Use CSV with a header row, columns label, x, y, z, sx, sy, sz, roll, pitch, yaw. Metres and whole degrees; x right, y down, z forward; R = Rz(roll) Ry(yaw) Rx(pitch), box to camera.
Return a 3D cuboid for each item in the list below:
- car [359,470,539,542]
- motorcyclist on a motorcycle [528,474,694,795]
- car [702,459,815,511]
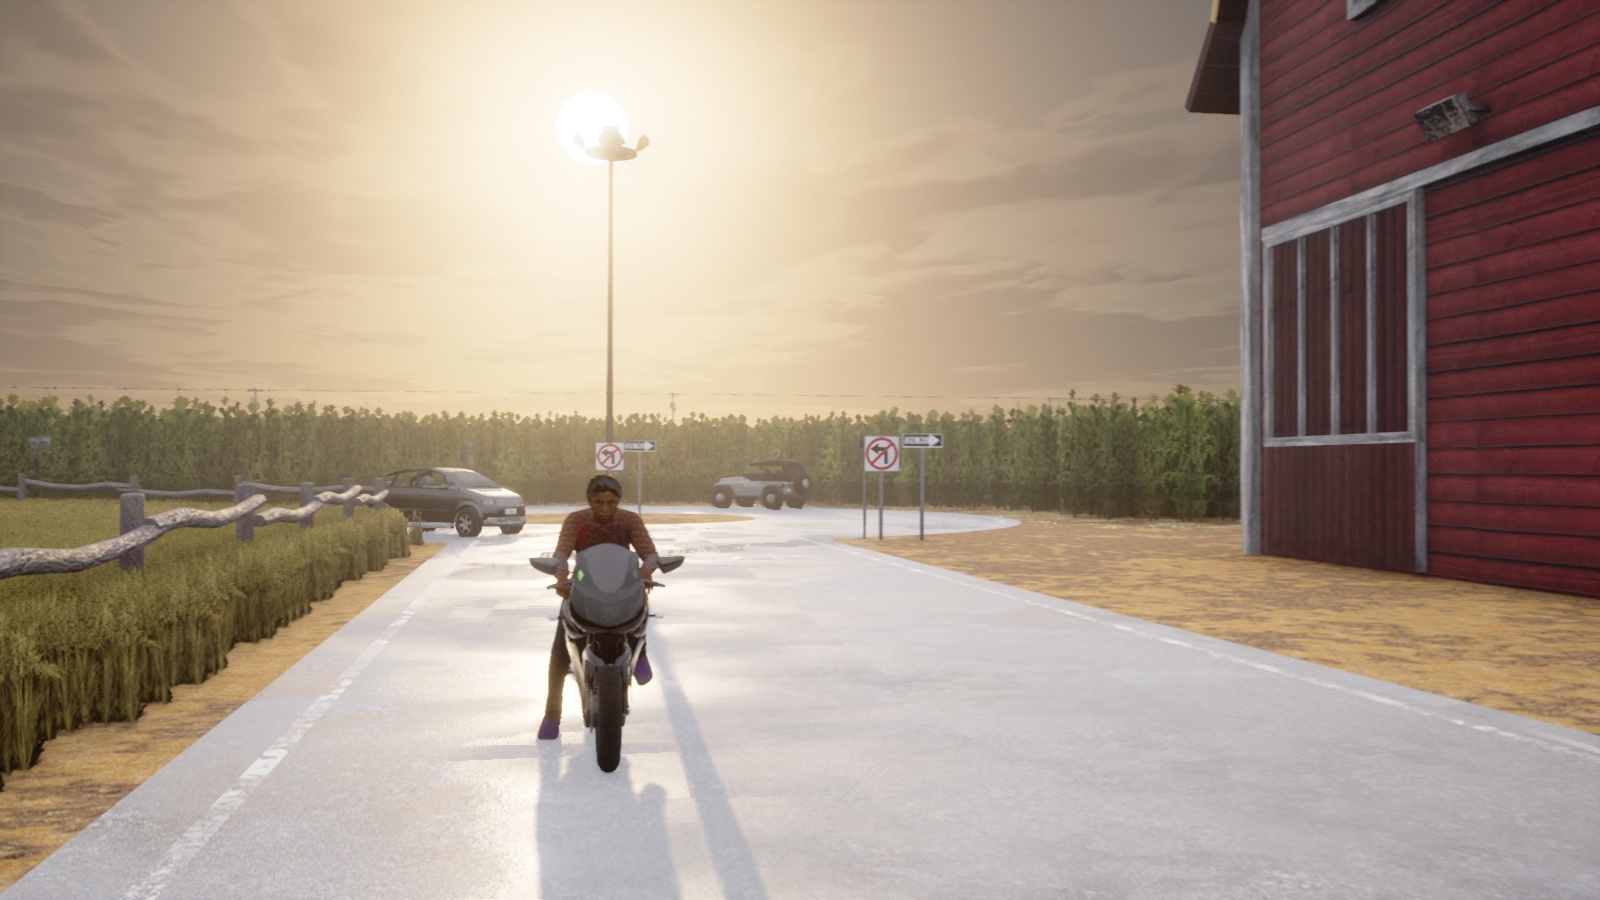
label,x,y,z,sx,sy,sz,roll,pitch,yaw
car,-8.035,1.248,28.724,3.705,1.549,1.789,-1,-1,26
motorcyclist on a motorcycle,-1.115,0.902,7.087,0.797,1.523,2.044,0,-1,-11
car,-1.583,1.311,47.719,3.866,1.878,1.905,-1,-1,31
